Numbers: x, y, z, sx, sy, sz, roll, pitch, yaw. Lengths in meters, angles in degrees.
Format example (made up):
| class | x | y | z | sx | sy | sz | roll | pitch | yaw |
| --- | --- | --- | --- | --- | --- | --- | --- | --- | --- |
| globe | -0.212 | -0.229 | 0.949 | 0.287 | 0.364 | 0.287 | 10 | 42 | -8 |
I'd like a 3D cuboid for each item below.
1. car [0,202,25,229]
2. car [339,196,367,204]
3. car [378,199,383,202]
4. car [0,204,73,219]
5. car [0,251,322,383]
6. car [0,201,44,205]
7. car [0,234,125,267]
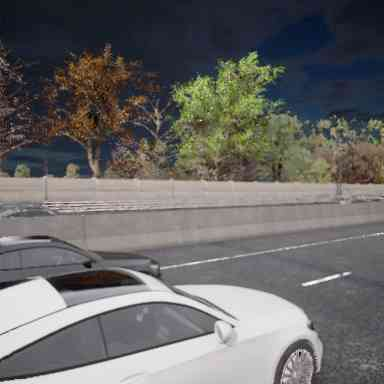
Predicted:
| class | x | y | z | sx | sy | sz | roll | pitch | yaw |
| --- | --- | --- | --- | --- | --- | --- | --- | --- | --- |
| car | -13.157 | 1.473 | 20.402 | 5.008 | 1.535 | 1.882 | 0 | 0 | -35 |
| car | 21.987 | 1.323 | 45.415 | 4.902 | 1.511 | 2.128 | 0 | 0 | -35 |
| car | 26.682 | 1.366 | 44.453 | 5.357 | 1.411 | 2.033 | 0 | 0 | -35 |
| car | -7.993 | 1.494 | 15.486 | 4.892 | 1.490 | 1.837 | 0 | 0 | -35 |
| car | -0.696 | 1.520 | 3.250 | 4.674 | 1.442 | 1.812 | 0 | 0 | -35 |
| car | -10.125 | 1.342 | 18.263 | 4.553 | 1.767 | 2.097 | 0 | 0 | -35 |
| car | -2.760 | 1.520 | 6.076 | 4.674 | 1.442 | 1.812 | 0 | 0 | -35 |
